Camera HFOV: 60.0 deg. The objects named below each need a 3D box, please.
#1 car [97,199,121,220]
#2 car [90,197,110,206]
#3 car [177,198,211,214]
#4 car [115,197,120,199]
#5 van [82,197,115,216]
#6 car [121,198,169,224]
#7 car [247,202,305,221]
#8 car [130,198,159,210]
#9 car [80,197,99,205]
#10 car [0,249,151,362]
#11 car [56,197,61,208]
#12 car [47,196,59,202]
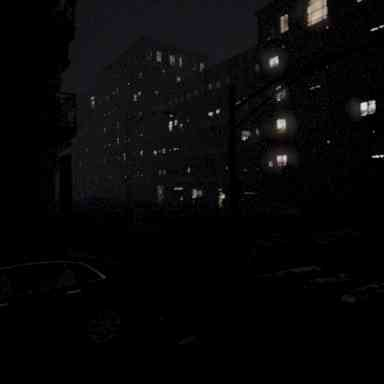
[{"bbox_3d":[-6.586,1.627,30.000,1.752,1.417,4.829,-1,1,-36],"label":"car"},{"bbox_3d":[-15.972,1.601,57.518,1.947,1.339,4.313,-1,1,-36],"label":"car"},{"bbox_3d":[0.128,1.399,35.012,1.967,1.590,4.097,-1,1,-36],"label":"car"},{"bbox_3d":[-12.754,1.459,53.016,1.967,1.590,4.097,-1,1,-36],"label":"car"},{"bbox_3d":[-9.909,1.457,34.637,1.690,1.788,3.998,-1,1,-36],"label":"van"},{"bbox_3d":[-3.466,1.527,25.637,1.967,1.590,4.097,-1,1,-36],"label":"car"},{"bbox_3d":[6.471,1.456,26.151,1.752,1.417,4.829,-1,1,-36],"label":"car"},{"bbox_3d":[-6.311,1.539,44.015,2.008,1.369,4.403,-1,1,-36],"label":"car"},{"bbox_3d":[-19.193,1.603,62.019,2.008,1.369,4.403,-1,1,-36],"label":"car"},{"bbox_3d":[-2.716,1.550,4.636,4.403,1.369,2.008,0,-1,-35],"label":"car"},{"bbox_3d":[-19.568,1.602,48.140,1.967,1.590,4.097,-1,1,-36],"label":"car"},{"bbox_3d":[-35.294,1.685,84.523,1.887,1.381,4.507,-1,1,-36],"label":"car"}]
